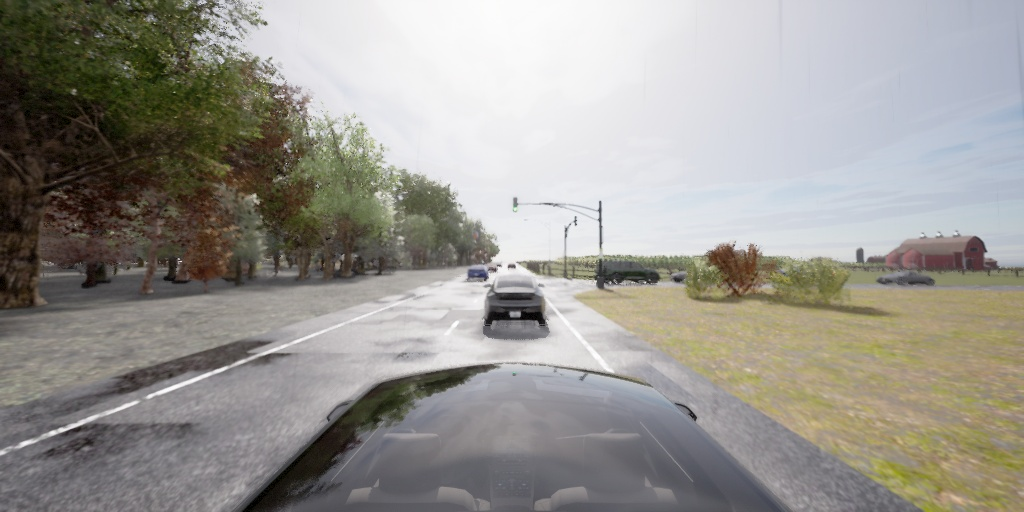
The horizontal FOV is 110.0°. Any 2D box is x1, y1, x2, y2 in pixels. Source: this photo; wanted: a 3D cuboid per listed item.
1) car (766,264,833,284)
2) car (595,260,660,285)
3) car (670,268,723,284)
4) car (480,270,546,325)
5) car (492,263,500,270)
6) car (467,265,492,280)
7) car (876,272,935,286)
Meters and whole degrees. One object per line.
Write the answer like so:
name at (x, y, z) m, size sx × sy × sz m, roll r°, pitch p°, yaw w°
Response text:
car at (27.955, 1.747, 34.797) m, size 5.566 × 2.045 × 2.150 m, roll 1°, pitch -2°, yaw 0°
car at (9.972, 1.439, 31.078) m, size 5.566 × 2.045 × 2.150 m, roll 1°, pitch -4°, yaw -12°
car at (17.961, 1.923, 34.848) m, size 4.892 × 1.490 × 1.837 m, roll 1°, pitch -2°, yaw 1°
car at (0.093, 1.392, 12.384) m, size 1.837 × 1.490 × 4.892 m, roll 0°, pitch 0°, yaw 0°
car at (-3.450, 2.094, 60.961) m, size 1.895 × 1.301 × 4.718 m, roll 0°, pitch -1°, yaw 0°
car at (-3.429, 1.674, 36.961) m, size 1.882 × 1.535 × 5.008 m, roll 0°, pitch -1°, yaw 0°
car at (38.020, 2.199, 34.727) m, size 4.181 × 1.385 × 1.994 m, roll 1°, pitch -2°, yaw 1°
